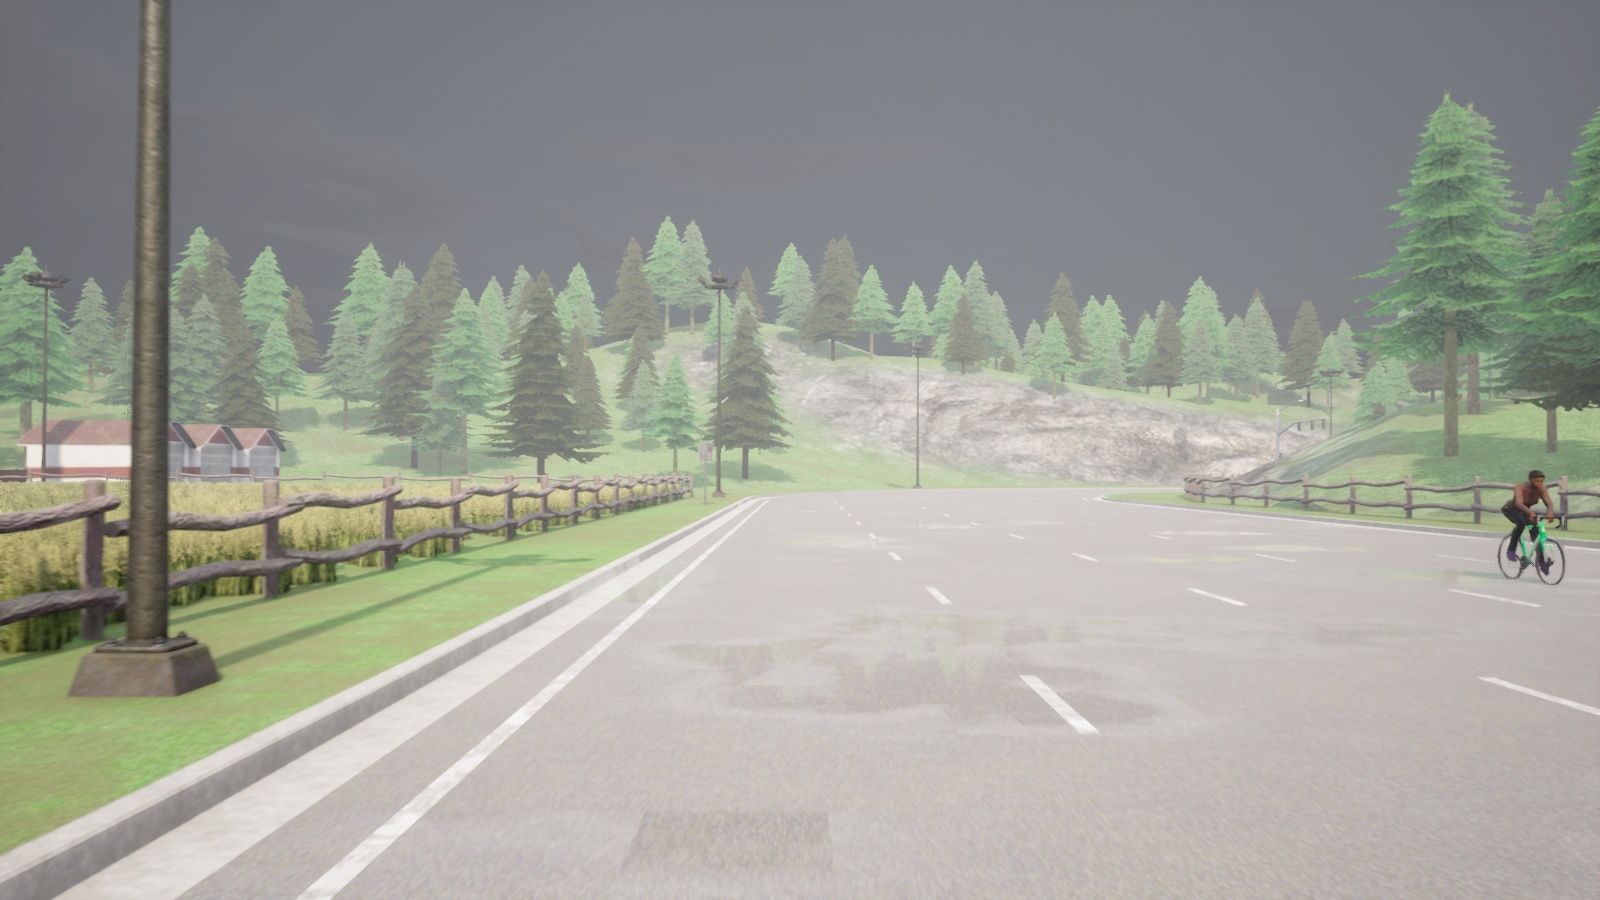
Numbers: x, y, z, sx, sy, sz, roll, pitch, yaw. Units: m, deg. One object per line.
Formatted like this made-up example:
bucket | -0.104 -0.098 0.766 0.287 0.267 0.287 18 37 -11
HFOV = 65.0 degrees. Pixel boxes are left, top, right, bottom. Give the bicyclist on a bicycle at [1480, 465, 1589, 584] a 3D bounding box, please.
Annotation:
bicyclist on a bicycle | 10.506 1.027 18.025 0.582 1.620 1.656 0 -1 0
